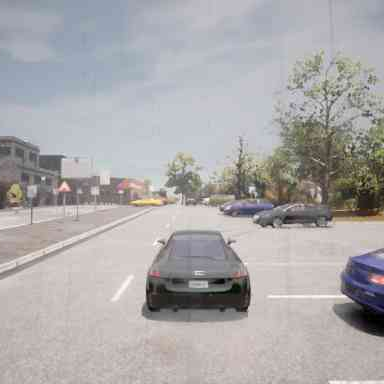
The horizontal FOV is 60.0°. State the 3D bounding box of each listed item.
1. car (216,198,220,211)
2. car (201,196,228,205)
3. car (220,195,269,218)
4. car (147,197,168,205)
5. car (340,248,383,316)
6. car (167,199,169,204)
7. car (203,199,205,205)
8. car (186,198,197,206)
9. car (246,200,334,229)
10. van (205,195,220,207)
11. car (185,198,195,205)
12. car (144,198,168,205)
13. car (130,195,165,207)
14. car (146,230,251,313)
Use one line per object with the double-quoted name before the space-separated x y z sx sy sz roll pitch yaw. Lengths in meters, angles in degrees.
"car" 5.055 1.552 33.337 4.674 1.452 2.002 0 0 0
"car" 4.718 1.831 70.765 5.566 2.045 2.435 0 -2 -1
"car" 5.127 1.382 30.167 4.553 1.767 2.185 0 0 0
"car" -7.518 2.016 72.771 4.553 1.767 2.185 0 -2 -1
"car" 5.084 1.525 5.831 4.674 1.452 2.002 0 0 0
"car" -7.443 1.706 66.825 5.566 2.045 2.435 0 -2 -1
"car" 5.072 1.721 56.925 5.366 1.575 1.946 0 -1 0
"car" -0.158 1.913 63.366 1.812 1.442 4.674 0 -1 -1
"car" 6.165 1.419 20.375 4.902 1.511 2.128 -1 -3 -12
"van" 4.794 1.448 54.133 4.442 1.987 1.878 0 -1 0
"car" -0.365 2.202 74.544 1.882 1.535 5.008 0 -2 2
"car" -7.505 2.047 69.733 5.008 1.535 2.097 0 -2 -1
"car" -7.547 1.677 54.674 5.366 1.575 1.946 0 -1 0
"car" 0.109 1.571 7.779 1.994 1.385 4.181 0 0 0
